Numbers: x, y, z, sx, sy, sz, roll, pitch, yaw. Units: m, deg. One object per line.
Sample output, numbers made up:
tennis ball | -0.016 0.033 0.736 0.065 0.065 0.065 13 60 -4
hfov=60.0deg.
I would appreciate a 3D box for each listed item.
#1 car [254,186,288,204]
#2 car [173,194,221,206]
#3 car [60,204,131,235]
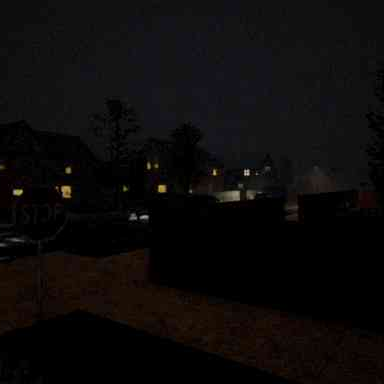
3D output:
car | 8.884 0.332 37.007 2.150 2.045 5.566 -1 1 35
car | 0.424 0.959 25.212 1.837 1.490 4.892 -1 1 36
car | -5.464 1.298 16.996 1.895 1.301 4.718 -1 1 36
